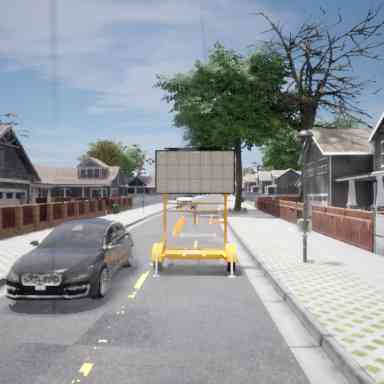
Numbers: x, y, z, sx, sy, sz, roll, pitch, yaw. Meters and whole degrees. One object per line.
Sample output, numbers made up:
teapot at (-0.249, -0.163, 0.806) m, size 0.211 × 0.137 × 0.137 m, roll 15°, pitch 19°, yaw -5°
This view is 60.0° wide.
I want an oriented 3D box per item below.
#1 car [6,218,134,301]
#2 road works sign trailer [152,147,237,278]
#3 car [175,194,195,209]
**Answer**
car at (-2.727, 1.501, 8.522) m, size 1.837 × 1.490 × 4.892 m, roll 0°, pitch 0°, yaw 1°
road works sign trailer at (0.097, 0.457, 10.144) m, size 2.380 × 3.560 × 2.880 m, roll 0°, pitch 0°, yaw 2°
car at (-0.781, 1.112, 42.809) m, size 2.150 × 2.045 × 5.566 m, roll 0°, pitch 0°, yaw 5°
